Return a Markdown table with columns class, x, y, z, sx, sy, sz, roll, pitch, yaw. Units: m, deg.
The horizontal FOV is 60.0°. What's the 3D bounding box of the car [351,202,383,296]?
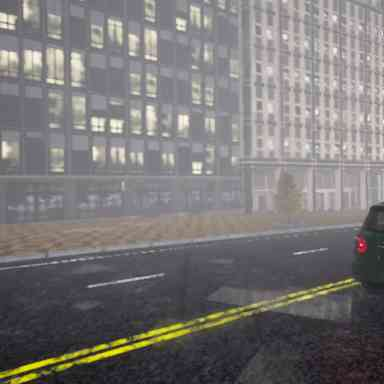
| class | x | y | z | sx | sy | sz | roll | pitch | yaw |
| --- | --- | --- | --- | --- | --- | --- | --- | --- | --- |
| car | 5.834 | 1.198 | 7.301 | 5.566 | 2.045 | 2.150 | 0 | 0 | -33 |
